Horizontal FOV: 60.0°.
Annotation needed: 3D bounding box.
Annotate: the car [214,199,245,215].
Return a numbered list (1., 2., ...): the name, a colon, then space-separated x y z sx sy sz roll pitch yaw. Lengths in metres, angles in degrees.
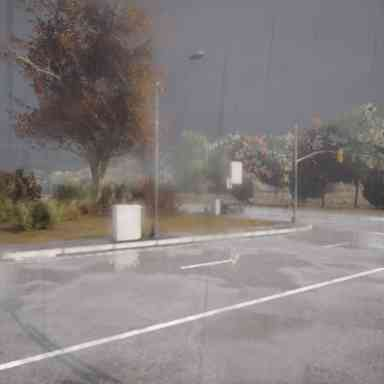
1. car: 3.974 1.562 38.054 2.097 1.767 4.553 1 -1 -32

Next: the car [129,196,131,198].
1. car: -9.411 1.388 58.273 2.150 2.045 5.566 1 0 -35
